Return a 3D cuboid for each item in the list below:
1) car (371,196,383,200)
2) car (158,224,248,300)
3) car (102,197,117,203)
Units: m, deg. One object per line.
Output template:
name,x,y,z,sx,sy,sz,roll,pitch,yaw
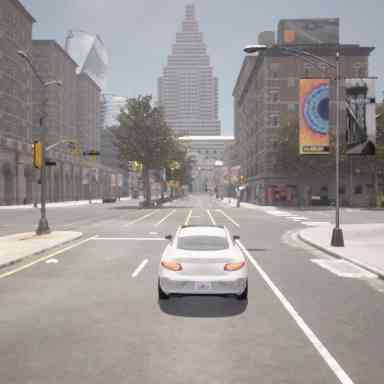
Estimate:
car,35.971,1.480,67.558,2.231,1.521,4.892,0,0,1
car,0.261,1.526,8.285,1.812,1.442,4.674,0,0,2
car,-16.742,1.594,67.350,1.895,1.301,4.718,0,0,1
